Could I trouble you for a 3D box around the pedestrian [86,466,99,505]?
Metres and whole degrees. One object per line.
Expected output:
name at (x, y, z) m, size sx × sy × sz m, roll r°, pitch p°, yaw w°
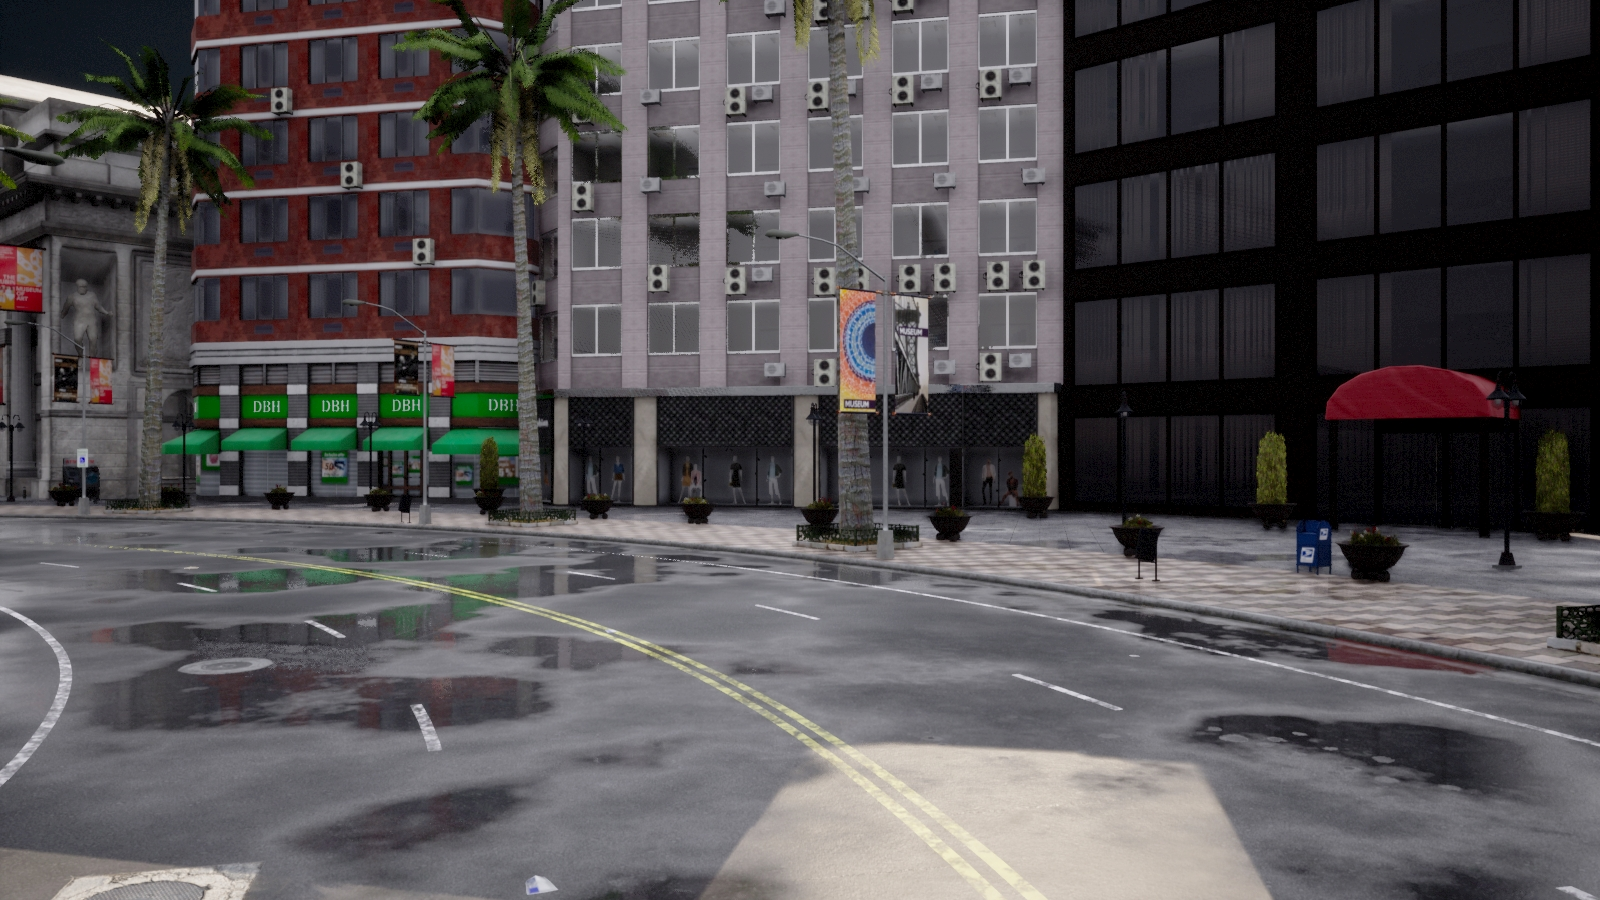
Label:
pedestrian at (-34.108, 1.703, 55.075) m, size 0.375 × 1.860 × 0.375 m, roll 0°, pitch 0°, yaw 12°
